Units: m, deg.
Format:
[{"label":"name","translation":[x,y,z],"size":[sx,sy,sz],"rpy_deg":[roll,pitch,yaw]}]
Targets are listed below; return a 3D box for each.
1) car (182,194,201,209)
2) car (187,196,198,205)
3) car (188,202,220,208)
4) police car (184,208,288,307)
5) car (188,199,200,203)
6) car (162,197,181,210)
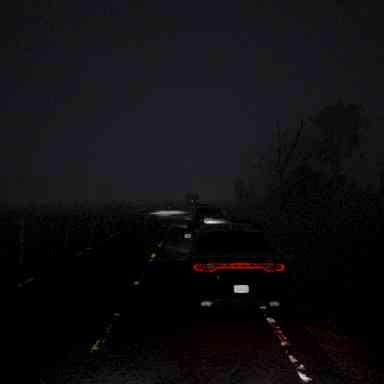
[{"label":"car","translation":[0.078,1.251,45.961],"size":[2.150,2.045,5.566],"rpy_deg":[0,0,1]},{"label":"car","translation":[0.054,1.534,60.575],"size":[1.882,1.535,5.008],"rpy_deg":[0,0,0]},{"label":"car","translation":[0.841,1.508,18.068],"size":[1.837,1.490,4.892],"rpy_deg":[0,0,0]},{"label":"police car","translation":[0.833,1.426,8.178],"size":[1.930,1.638,5.238],"rpy_deg":[0,0,0]},{"label":"car","translation":[0.847,1.511,24.068],"size":[1.837,1.490,4.892],"rpy_deg":[0,0,0]},{"label":"car","translation":[-2.712,1.624,42.443],"size":[1.895,1.301,4.718],"rpy_deg":[0,0,0]}]
